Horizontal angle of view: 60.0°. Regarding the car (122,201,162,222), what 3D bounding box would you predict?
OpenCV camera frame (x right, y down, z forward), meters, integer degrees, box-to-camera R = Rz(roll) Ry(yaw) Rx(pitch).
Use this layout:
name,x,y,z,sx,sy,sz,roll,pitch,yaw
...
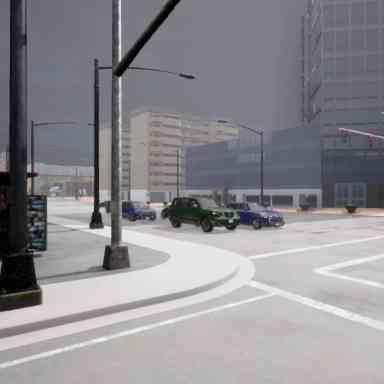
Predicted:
name,x,y,z,sx,sy,sz,roll,pitch,yaw
car,-4.919,1.581,28.837,2.097,1.767,4.553,0,-1,-36

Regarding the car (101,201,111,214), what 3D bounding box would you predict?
name,x,y,z,sx,sy,sz,roll,pitch,yaw
car,-8.750,1.885,40.093,2.128,1.511,4.902,0,-1,-36

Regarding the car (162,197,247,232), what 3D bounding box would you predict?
name,x,y,z,sx,sy,sz,roll,pitch,yaw
car,0.598,1.335,21.235,2.150,2.045,5.566,0,-1,-36

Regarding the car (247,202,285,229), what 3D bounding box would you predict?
name,x,y,z,sx,sy,sz,roll,pitch,yaw
car,4.004,1.459,22.501,2.097,1.767,4.553,0,-1,-36

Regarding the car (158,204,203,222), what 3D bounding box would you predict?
name,x,y,z,sx,sy,sz,roll,pitch,yaw
car,-1.072,1.769,29.491,1.994,1.385,4.181,0,-1,-36

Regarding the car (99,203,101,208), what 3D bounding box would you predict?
name,x,y,z,sx,sy,sz,roll,pitch,yaw
car,-15.873,2.281,62.131,1.994,1.385,4.181,0,-1,-36
